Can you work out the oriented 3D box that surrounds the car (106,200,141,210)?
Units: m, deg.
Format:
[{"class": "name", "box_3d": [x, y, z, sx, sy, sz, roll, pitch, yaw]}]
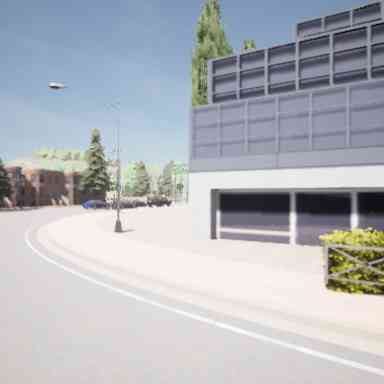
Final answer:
[{"class": "car", "box_3d": [-10.744, 1.975, 52.473, 2.128, 1.511, 4.902, 0, -1, 27]}]

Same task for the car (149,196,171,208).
[{"class": "car", "box_3d": [-6.032, 1.792, 60.900, 2.150, 2.045, 5.566, 0, -1, 30]}]

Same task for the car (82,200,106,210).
[{"class": "car", "box_3d": [-14.876, 1.948, 51.800, 1.882, 1.535, 5.008, 0, -1, 24]}]

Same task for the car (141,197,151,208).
[{"class": "car", "box_3d": [-10.426, 2.105, 60.285, 2.033, 1.411, 5.357, 0, -1, 30]}]
